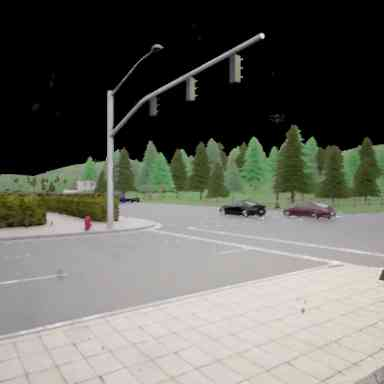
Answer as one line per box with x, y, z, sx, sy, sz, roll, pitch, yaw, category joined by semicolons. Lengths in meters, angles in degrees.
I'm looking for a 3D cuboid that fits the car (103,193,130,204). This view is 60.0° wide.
-14.717;1.262;64.631;2.150;2.045;5.566;0;0;-35;car

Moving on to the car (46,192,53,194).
-29.424;1.249;67.470;2.150;2.045;5.566;0;0;-35;car

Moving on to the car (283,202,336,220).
9.997;1.564;28.539;1.812;1.442;4.674;0;0;-32;car

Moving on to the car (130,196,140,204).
-12.177;1.523;67.113;1.882;1.535;5.008;0;0;-35;car

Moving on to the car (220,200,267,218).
4.576;1.511;30.454;1.882;1.535;5.008;0;0;-33;car
